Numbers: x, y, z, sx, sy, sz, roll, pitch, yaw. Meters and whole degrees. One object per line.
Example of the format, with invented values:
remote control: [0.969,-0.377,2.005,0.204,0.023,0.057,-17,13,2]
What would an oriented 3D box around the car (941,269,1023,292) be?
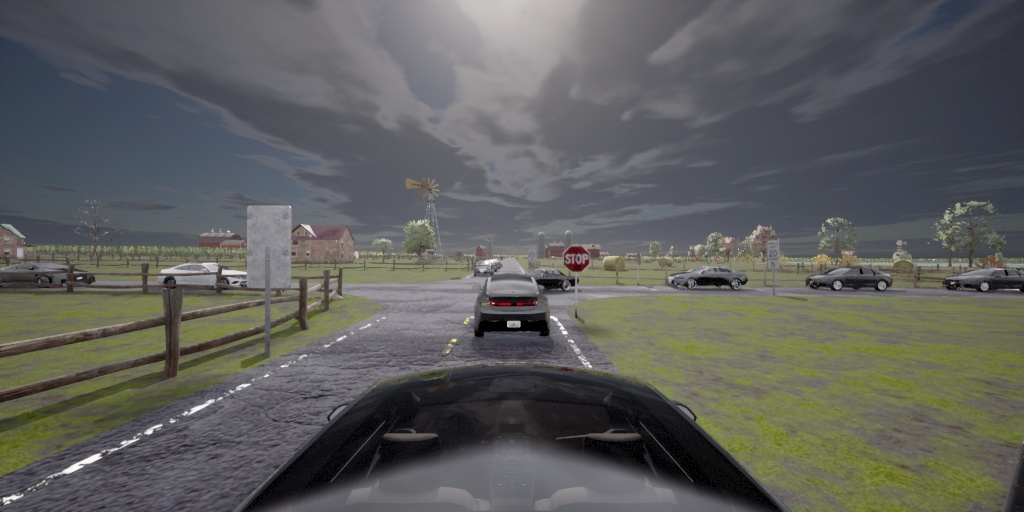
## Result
car: [31.714,1.587,23.874,4.892,1.490,1.837,1,-1,-1]

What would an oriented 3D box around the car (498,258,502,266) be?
car: [-2.828,1.242,46.458,2.128,1.511,4.902,0,0,0]

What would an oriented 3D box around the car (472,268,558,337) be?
car: [-0.069,1.256,10.324,1.837,1.490,4.892,0,0,-3]

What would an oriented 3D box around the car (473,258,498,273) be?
car: [-2.840,1.243,37.012,2.128,1.511,4.902,0,0,0]

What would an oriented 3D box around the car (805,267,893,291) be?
car: [22.211,1.500,23.758,4.892,1.490,1.837,1,-1,-1]

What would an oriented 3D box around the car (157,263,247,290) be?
car: [-17.234,1.103,20.290,4.674,1.442,1.812,1,-1,-1]

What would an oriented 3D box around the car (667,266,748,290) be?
car: [12.810,1.397,23.592,4.902,1.511,2.128,1,-1,-2]

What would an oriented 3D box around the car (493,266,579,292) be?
car: [1.509,1.369,20.370,4.718,1.301,1.895,1,0,-35]

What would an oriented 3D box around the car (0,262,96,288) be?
car: [-26.354,1.048,20.173,4.181,1.385,1.994,1,-1,-1]
